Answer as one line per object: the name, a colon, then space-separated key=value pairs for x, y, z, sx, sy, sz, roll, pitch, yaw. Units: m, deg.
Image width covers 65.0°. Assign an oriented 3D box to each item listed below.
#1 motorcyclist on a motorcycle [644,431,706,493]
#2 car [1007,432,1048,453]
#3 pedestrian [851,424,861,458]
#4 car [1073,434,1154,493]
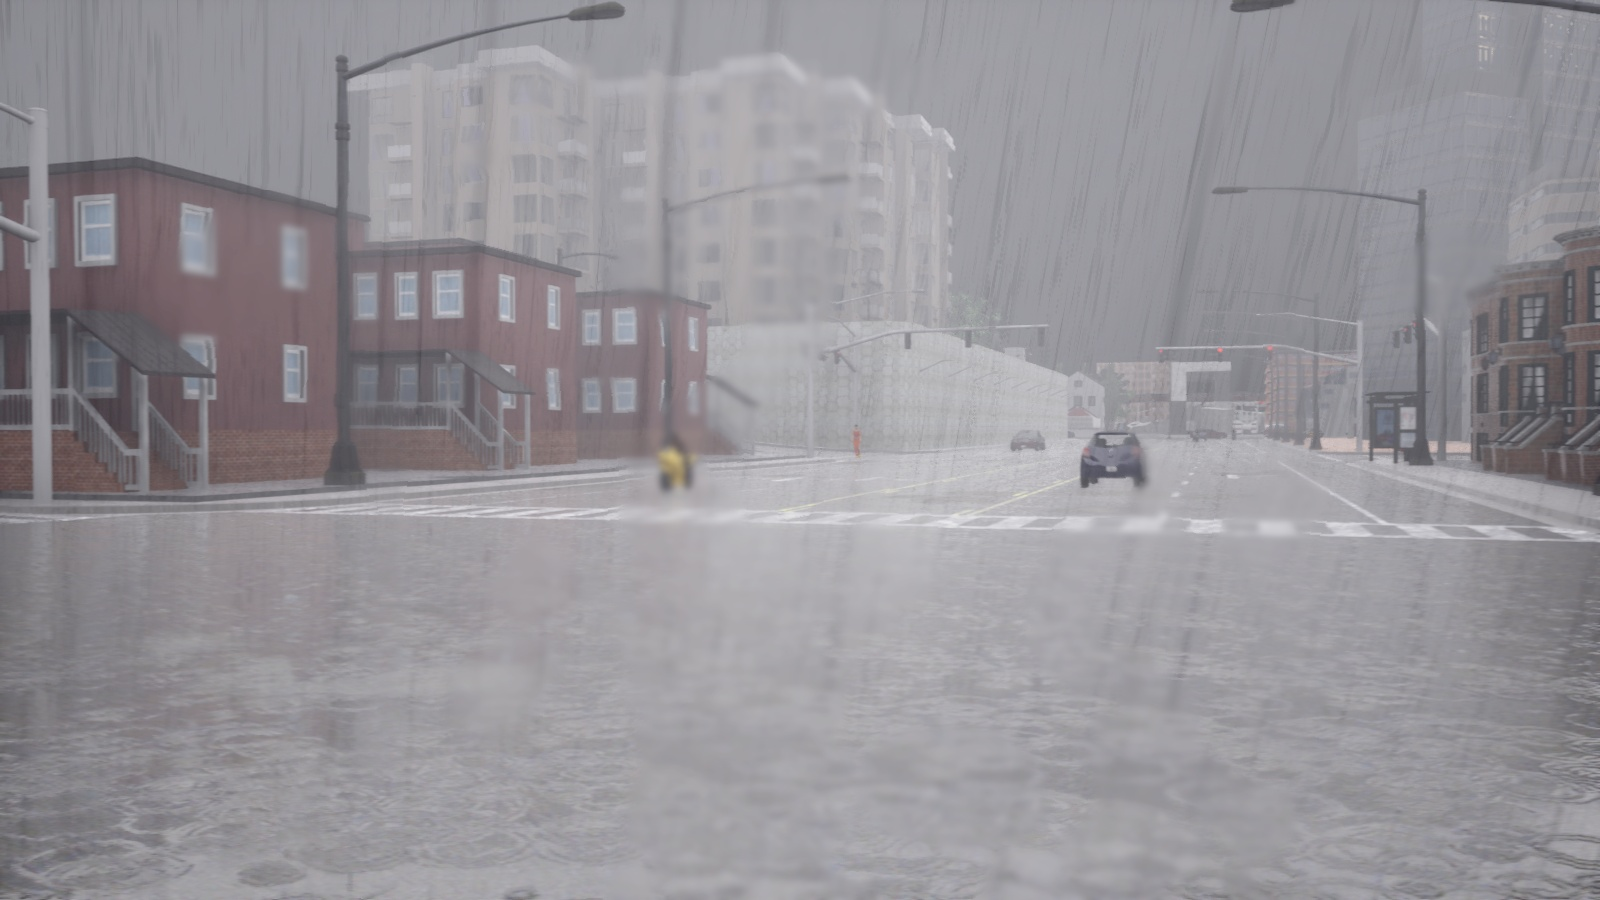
motorcyclist on a motorcycle: x=-3.189 y=0.281 z=32.179 sx=0.797 sy=1.523 sz=2.044 roll=1 pitch=1 yaw=19
car: x=16.430 y=-0.561 z=90.524 sx=2.163 sy=1.488 sz=4.792 roll=1 pitch=1 yaw=19
pedestrian: x=3.030 y=-0.494 z=67.850 sx=0.345 sy=1.836 sz=0.594 roll=1 pitch=1 yaw=19
car: x=8.631 y=0.322 z=34.389 sx=1.845 sy=1.501 sz=3.633 roll=1 pitch=1 yaw=19
